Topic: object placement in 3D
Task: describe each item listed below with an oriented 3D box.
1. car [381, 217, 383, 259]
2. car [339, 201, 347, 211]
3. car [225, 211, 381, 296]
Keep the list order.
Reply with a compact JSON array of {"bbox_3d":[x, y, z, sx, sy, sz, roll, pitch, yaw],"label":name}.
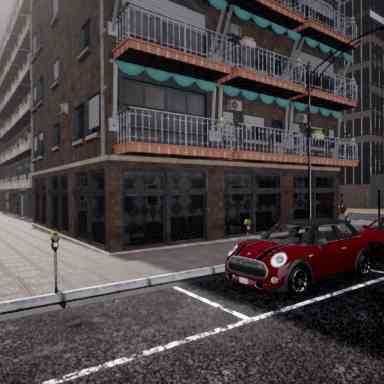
[{"bbox_3d":[7.264,1.543,11.743,4.507,1.381,1.887,0,-1,-35],"label":"car"},{"bbox_3d":[16.533,1.745,40.629,1.967,1.590,4.097,-2,0,-36],"label":"car"},{"bbox_3d":[2.764,1.439,8.538,4.097,1.590,1.967,0,-1,-35],"label":"car"}]
